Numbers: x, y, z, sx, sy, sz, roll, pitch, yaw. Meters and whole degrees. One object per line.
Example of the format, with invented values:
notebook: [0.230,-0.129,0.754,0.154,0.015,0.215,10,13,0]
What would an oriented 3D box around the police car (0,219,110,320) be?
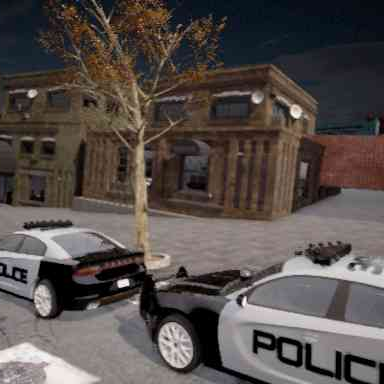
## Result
police car: [-3.351,1.460,7.576,5.238,1.638,1.930,0,0,36]

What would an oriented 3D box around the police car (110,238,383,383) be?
police car: [1.540,1.456,4.051,5.238,1.638,1.930,0,0,36]
